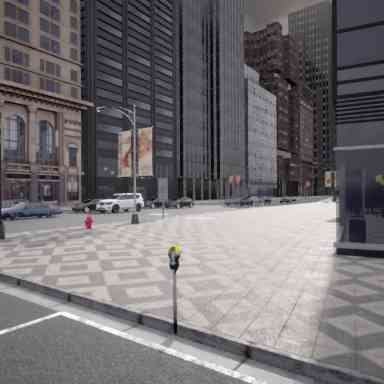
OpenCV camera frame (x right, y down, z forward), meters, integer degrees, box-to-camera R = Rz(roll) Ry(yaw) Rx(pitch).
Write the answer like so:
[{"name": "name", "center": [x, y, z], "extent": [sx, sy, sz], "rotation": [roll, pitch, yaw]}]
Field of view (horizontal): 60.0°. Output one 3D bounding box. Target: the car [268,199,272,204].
[{"name": "car", "center": [12.297, 1.465, 58.300], "extent": [1.895, 1.301, 4.718], "rotation": [-1, 0, 35]}]

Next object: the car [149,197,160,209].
[{"name": "car", "center": [-4.966, 1.453, 45.283], "extent": [1.837, 1.490, 4.892], "rotation": [-1, 0, 35]}]

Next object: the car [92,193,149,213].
[{"name": "car", "center": [-7.609, 1.166, 35.931], "extent": [2.150, 2.045, 5.566], "rotation": [-1, 0, 35]}]

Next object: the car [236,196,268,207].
[{"name": "car", "center": [8.519, 1.357, 47.145], "extent": [1.837, 1.490, 4.892], "rotation": [-1, -1, 35]}]

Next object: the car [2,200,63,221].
[{"name": "car", "center": [-13.483, 1.517, 27.609], "extent": [2.033, 1.411, 5.357], "rotation": [-1, 0, 35]}]

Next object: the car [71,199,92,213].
[{"name": "car", "center": [-10.969, 1.477, 36.801], "extent": [1.837, 1.490, 4.892], "rotation": [-1, 0, 35]}]

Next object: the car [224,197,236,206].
[{"name": "car", "center": [6.794, 1.424, 50.410], "extent": [2.033, 1.411, 5.357], "rotation": [-1, 0, 36]}]

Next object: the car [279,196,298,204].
[{"name": "car", "center": [17.425, 1.436, 59.758], "extent": [1.895, 1.301, 4.718], "rotation": [-1, 0, 35]}]

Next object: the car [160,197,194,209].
[{"name": "car", "center": [-1.636, 1.426, 44.361], "extent": [1.837, 1.490, 4.892], "rotation": [-1, 0, 35]}]
